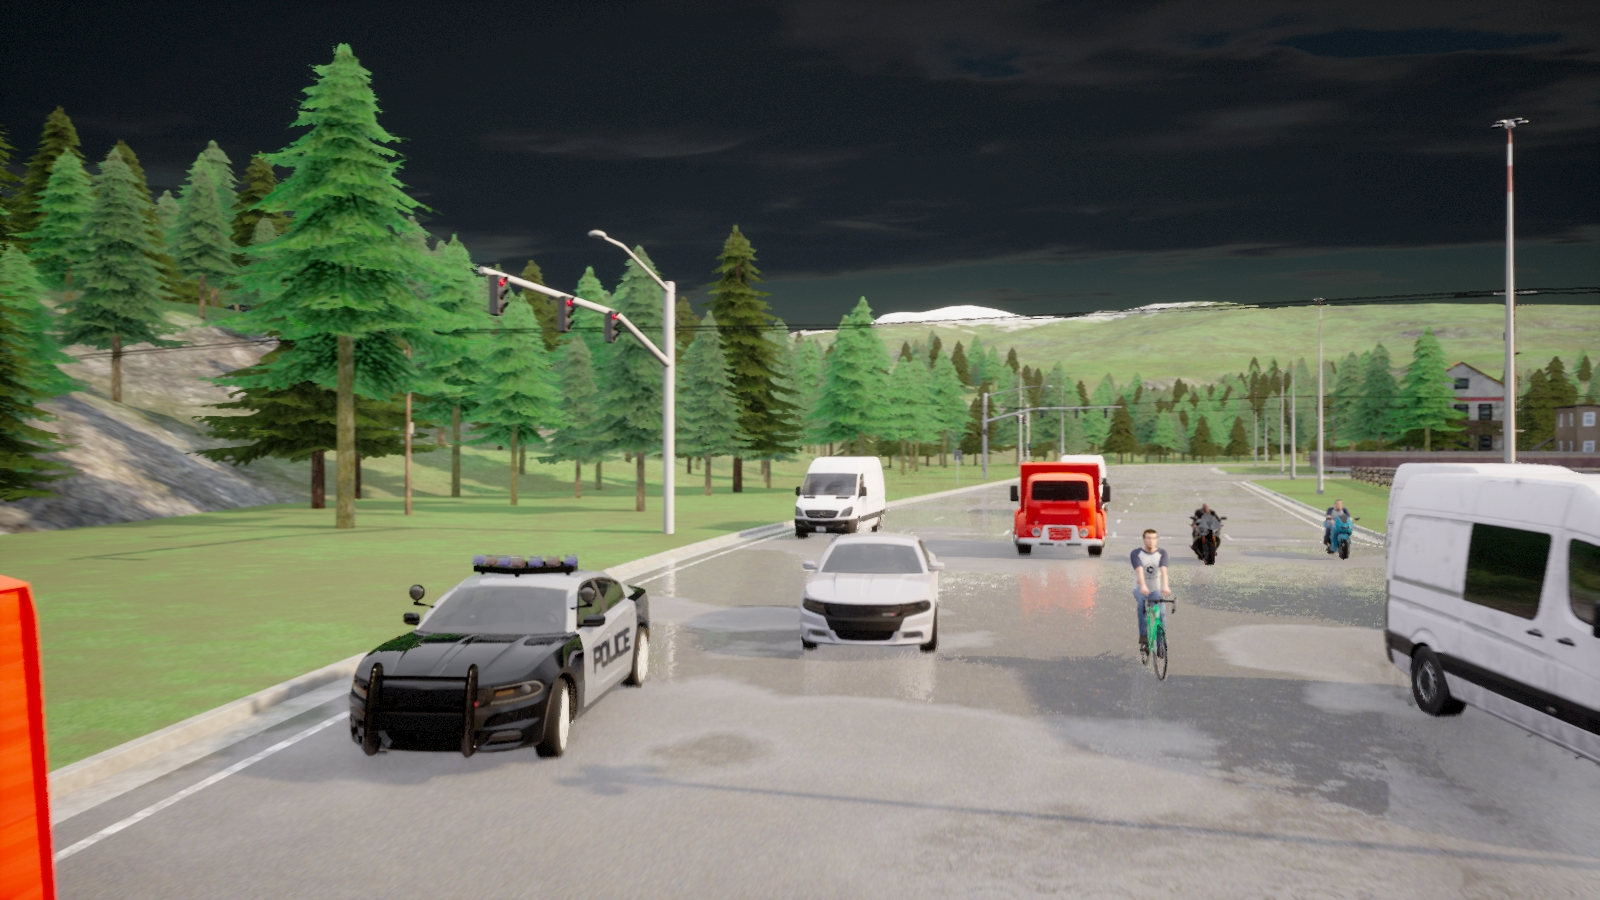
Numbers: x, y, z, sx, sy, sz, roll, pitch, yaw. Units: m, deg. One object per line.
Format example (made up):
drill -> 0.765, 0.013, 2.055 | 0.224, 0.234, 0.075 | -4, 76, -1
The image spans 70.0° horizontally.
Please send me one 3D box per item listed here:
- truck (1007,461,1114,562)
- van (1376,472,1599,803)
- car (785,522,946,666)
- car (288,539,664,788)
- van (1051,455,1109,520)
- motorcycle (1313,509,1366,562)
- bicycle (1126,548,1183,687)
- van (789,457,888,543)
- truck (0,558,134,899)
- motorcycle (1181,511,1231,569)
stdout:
truck -> 7.082, 1.555, 31.175 | 2.627, 2.467, 5.204 | 0, 0, 13
van -> 7.460, 1.531, 10.273 | 1.988, 2.561, 5.915 | 0, 0, 5
car -> 1.158, 2.024, 17.402 | 2.097, 1.535, 5.006 | 0, 0, 7
car -> -3.021, 1.973, 12.119 | 2.097, 1.638, 5.238 | 0, 0, 5
van -> 12.067, 1.511, 49.016 | 1.988, 2.561, 5.915 | 0, 0, 18
motorcycle -> 13.857, 2.174, 29.407 | 0.803, 1.199, 2.033 | 0, 0, 12
bicycle -> 4.429, 2.049, 14.353 | 0.373, 1.496, 1.643 | 0, 0, 6
van -> 1.366, 1.513, 37.358 | 1.988, 2.561, 5.915 | 0, 0, 14
truck -> -3.454, 1.567, 1.025 | 2.627, 2.467, 5.204 | 0, 0, 1
motorcycle -> 9.997, 2.192, 28.179 | 0.867, 1.251, 2.209 | 0, 0, 12
